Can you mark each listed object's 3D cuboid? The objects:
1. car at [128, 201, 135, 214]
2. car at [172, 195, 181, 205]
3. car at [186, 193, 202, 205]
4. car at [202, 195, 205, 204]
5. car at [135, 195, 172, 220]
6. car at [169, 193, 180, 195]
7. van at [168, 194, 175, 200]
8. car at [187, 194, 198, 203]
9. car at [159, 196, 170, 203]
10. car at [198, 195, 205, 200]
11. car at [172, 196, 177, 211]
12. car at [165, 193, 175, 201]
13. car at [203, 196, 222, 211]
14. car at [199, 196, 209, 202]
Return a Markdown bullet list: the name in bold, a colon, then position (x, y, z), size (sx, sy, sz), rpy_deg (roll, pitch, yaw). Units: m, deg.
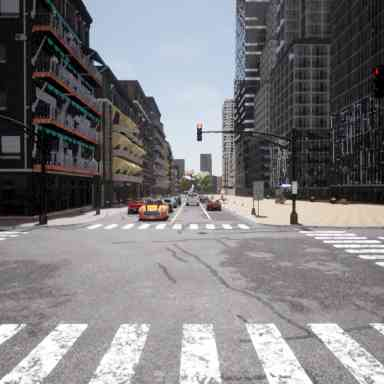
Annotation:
- **car**: position (-5.689, 1.540, 35.344), size (1.887, 1.381, 4.507), rpy_deg (-1, 0, 0)
- **car**: position (-3.076, 1.543, 47.925), size (2.033, 1.411, 5.357), rpy_deg (0, 0, 0)
- **car**: position (0.119, 1.221, 57.104), size (2.150, 2.045, 5.566), rpy_deg (0, 0, 1)
- **car**: position (2.667, 1.550, 63.644), size (2.008, 1.369, 4.403), rpy_deg (-1, 0, 0)
- **car**: position (-3.090, 1.348, 27.600), size (2.097, 1.767, 4.553), rpy_deg (0, 0, 0)
- **car**: position (-3.031, 1.220, 58.243), size (2.150, 2.045, 5.566), rpy_deg (0, 0, 1)
- **van**: position (-5.674, 1.349, 91.833), size (1.690, 1.788, 3.998), rpy_deg (-1, 0, 0)
- **car**: position (0.124, 1.352, 69.895), size (2.097, 1.767, 4.553), rpy_deg (0, 0, 0)
- **car**: position (-5.678, 1.583, 69.238), size (1.802, 1.307, 4.206), rpy_deg (-1, 0, 0)
- **car**: position (2.676, 1.534, 92.059), size (1.752, 1.417, 4.829), rpy_deg (-1, 0, 0)
- **car**: position (-3.084, 1.500, 37.597), size (1.837, 1.490, 4.892), rpy_deg (0, 0, 0)
- **car**: position (-5.676, 1.321, 86.185), size (2.192, 1.841, 5.009), rpy_deg (-1, 0, 0)
- **car**: position (2.659, 1.540, 41.048), size (1.887, 1.381, 4.507), rpy_deg (-1, 0, 0)
- **car**: position (2.671, 1.547, 74.942), size (1.887, 1.381, 4.507), rpy_deg (-1, 0, 0)
